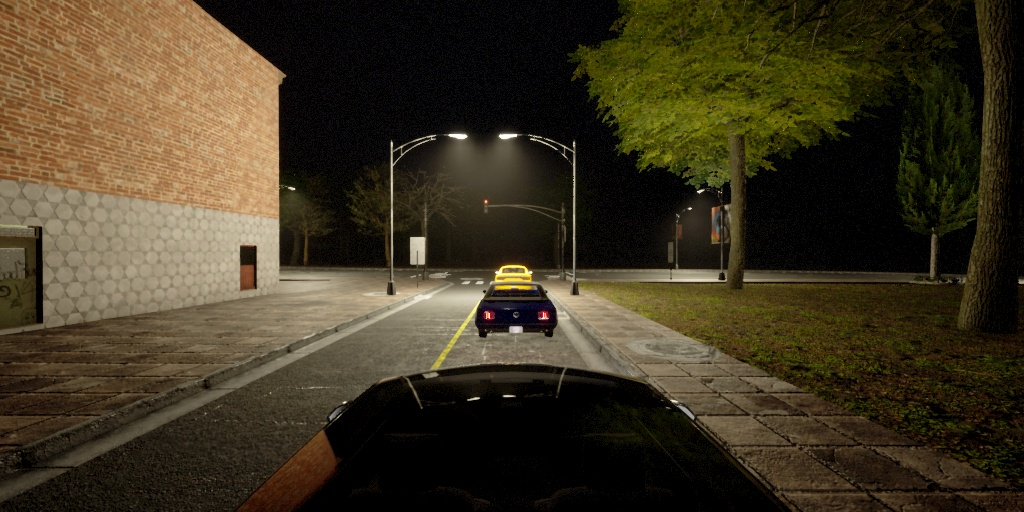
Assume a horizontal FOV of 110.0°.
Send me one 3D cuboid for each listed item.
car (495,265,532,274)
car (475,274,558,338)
[{"bbox_3d":[0.093,1.255,19.547,1.882,1.535,5.008,0,0,1],"label":"car"},{"bbox_3d":[0.095,1.356,10.202,1.895,1.301,4.718,0,0,0],"label":"car"}]
